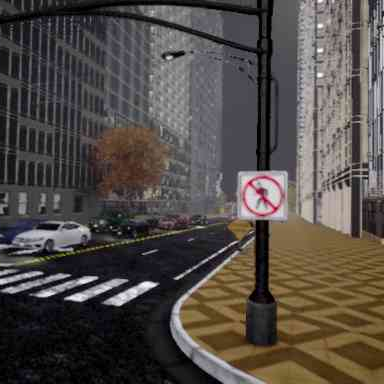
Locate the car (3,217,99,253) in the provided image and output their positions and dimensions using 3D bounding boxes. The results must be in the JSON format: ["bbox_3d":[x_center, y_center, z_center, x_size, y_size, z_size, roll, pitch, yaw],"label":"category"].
[{"bbox_3d":[-7.162,2.249,17.491,1.812,1.442,4.674,1,-3,16],"label":"car"}]

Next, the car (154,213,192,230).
[{"bbox_3d":[-1.962,3.064,35.634,2.097,1.767,4.553,1,-3,16],"label":"car"}]

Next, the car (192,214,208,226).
[{"bbox_3d":[0.830,3.745,45.320,1.837,1.490,4.892,1,-3,16],"label":"car"}]

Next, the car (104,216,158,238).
[{"bbox_3d":[-4.653,2.801,26.228,1.895,1.301,4.718,1,-3,16],"label":"car"}]

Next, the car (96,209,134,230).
[{"bbox_3d":[-7.049,2.529,29.658,2.150,2.045,5.566,1,-3,16],"label":"car"}]

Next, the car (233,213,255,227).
[{"bbox_3d":[7.428,3.571,44.401,2.150,2.045,5.566,0,-3,18],"label":"car"}]

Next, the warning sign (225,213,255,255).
[{"bbox_3d":[2.368,2.004,16.310,1.300,1.860,1.060,2,-2,16],"label":"warning sign"}]

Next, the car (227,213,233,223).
[{"bbox_3d":[7.363,4.251,55.949,2.097,1.767,4.553,0,-3,18],"label":"car"}]

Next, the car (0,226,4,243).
[{"bbox_3d":[-9.846,2.321,19.863,2.033,1.411,5.357,1,-3,16],"label":"car"}]
